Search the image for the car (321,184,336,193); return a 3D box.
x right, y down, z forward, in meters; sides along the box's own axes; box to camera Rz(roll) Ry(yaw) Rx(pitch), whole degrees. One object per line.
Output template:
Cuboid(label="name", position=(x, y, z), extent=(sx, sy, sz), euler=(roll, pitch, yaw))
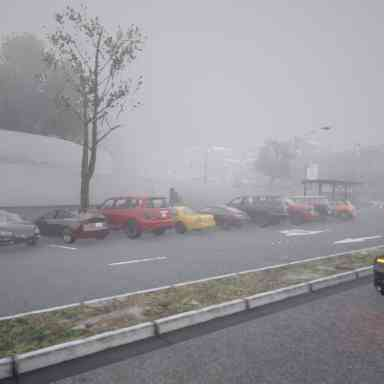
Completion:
Cuboid(label="car", position=(24.538, -0.425, 58.920), extent=(2.435, 2.045, 5.566), euler=(7, 3, 35))

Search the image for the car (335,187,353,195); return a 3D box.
Cuboid(label="car", position=(26.223, 0.137, 56.444), extent=(2.002, 1.452, 4.674), euler=(7, 3, 35))

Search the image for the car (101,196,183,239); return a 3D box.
Cuboid(label="car", position=(-3.563, 1.248, 17.676), extent=(5.566, 2.045, 2.435), euler=(-1, -1, 35))

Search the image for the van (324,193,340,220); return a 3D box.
Cuboid(label="van", position=(8.860, 1.297, 26.237), extent=(4.442, 1.987, 1.878), euler=(-1, -1, 35))

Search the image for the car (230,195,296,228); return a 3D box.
Cuboid(label="car", position=(3.801, 1.263, 22.873), extent=(5.566, 2.045, 2.435), euler=(-1, -1, 35))

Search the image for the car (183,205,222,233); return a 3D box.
Cuboid(label="car", position=(-1.240, 1.503, 19.499), extent=(5.366, 1.575, 1.946), euler=(-1, -1, 35))

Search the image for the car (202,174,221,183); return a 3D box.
Cuboid(label="car", position=(5.642, -3.175, 86.203), extent=(1.946, 1.575, 5.366), euler=(7, 3, 34))

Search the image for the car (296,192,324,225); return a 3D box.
Cuboid(label="car", position=(6.318, 1.267, 24.573), extent=(5.566, 2.045, 2.435), euler=(-1, -1, 35))

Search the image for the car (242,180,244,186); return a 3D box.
Cuboid(label="car", position=(12.469, -2.043, 76.217), extent=(2.002, 1.452, 4.674), euler=(7, 4, 35))

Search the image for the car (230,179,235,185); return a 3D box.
Cuboid(label="car", position=(10.732, -2.316, 78.682), extent=(2.002, 1.452, 4.674), euler=(7, 3, 35))

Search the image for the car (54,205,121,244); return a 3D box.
Cuboid(label="car", position=(-6.012, 1.524, 15.936), extent=(4.792, 1.488, 2.163), euler=(-1, -1, 35))

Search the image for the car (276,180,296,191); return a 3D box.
Cuboid(label="car", position=(19.343, -0.991, 66.317), extent=(2.231, 1.521, 4.892), euler=(7, 3, 35))

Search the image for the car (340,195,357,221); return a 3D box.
Cuboid(label="car", position=(11.273, 1.404, 27.983), extent=(4.553, 1.767, 2.185), euler=(-1, -1, 35))

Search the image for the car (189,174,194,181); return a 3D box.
Cuboid(label="car", position=(2.007, -3.849, 90.936), extent=(2.185, 1.767, 4.553), euler=(6, 3, 34))

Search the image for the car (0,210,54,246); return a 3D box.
Cuboid(label="car", position=(-8.435, 1.493, 14.195), extent=(4.892, 1.521, 2.231), euler=(-1, -1, 35))

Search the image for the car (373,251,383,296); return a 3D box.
Cuboid(label="car", position=(5.853, 1.515, 7.278), extent=(4.892, 1.490, 1.837), euler=(0, 0, -35))

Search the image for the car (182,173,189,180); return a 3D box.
Cuboid(label="car", position=(0.282, -4.084, 93.410), extent=(2.185, 1.767, 4.553), euler=(4, 1, 34))

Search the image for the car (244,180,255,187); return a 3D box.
Cuboid(label="car", position=(14.296, -1.811, 73.892), extent=(1.946, 1.575, 5.366), euler=(7, 3, 35))

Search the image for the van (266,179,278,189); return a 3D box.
Cuboid(label="van", position=(17.588, -1.490, 68.683), extent=(1.878, 1.987, 4.442), euler=(7, 4, 35))

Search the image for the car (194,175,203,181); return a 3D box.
Cuboid(label="car", position=(3.796, -3.698, 88.466), extent=(2.435, 2.045, 5.566), euler=(7, 3, 34))

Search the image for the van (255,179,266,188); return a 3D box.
Cuboid(label="van", position=(15.864, -1.763, 71.158), extent=(1.878, 1.987, 4.442), euler=(7, 4, 35))

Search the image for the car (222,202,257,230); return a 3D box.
Cuboid(label="car", position=(1.370, 1.549, 21.121), extent=(4.674, 1.452, 2.002), euler=(-1, -1, 35))
